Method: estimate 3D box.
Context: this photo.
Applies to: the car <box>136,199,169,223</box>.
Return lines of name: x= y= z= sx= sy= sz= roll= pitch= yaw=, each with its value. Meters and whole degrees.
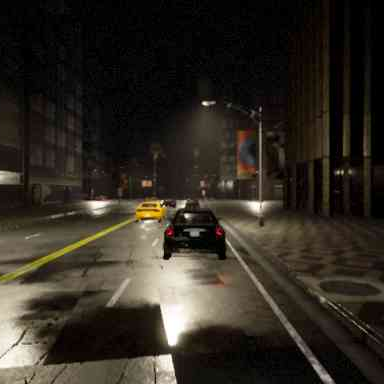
car: x=-3.178 y=1.509 z=26.193 sx=1.882 sy=1.535 sz=5.008 roll=0 pitch=0 yaw=0

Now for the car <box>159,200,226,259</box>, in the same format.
car: x=0.084 y=1.364 z=12.748 sx=2.097 sy=1.767 sz=4.553 roll=0 pitch=0 yaw=0

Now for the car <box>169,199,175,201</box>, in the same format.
car: x=-3.203 y=1.666 z=48.014 sx=1.895 sy=1.301 sz=4.718 roll=0 pitch=0 yaw=0

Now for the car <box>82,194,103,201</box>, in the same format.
car: x=-25.023 y=1.666 z=82.072 sx=4.313 sy=1.339 sz=1.947 roll=0 pitch=0 yaw=-1

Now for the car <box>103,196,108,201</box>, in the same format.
car: x=-25.163 y=1.665 z=90.596 sx=4.206 sy=1.307 sz=1.802 roll=0 pitch=0 yaw=-1

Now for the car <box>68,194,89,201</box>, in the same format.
car: x=-30.801 y=1.377 z=90.503 sx=5.009 sy=1.841 sz=2.192 roll=0 pitch=0 yaw=-1
